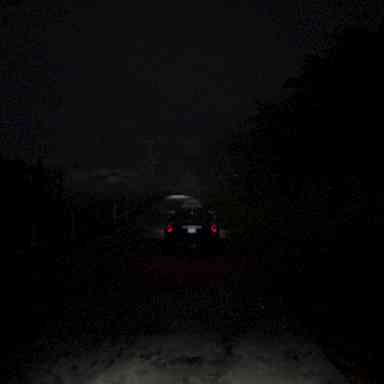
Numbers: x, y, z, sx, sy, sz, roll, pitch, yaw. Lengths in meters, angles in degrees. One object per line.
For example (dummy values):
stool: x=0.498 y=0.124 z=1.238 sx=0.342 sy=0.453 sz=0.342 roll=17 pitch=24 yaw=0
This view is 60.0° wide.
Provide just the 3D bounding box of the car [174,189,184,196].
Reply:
car: x=-2.762 y=0.029 z=71.011 sx=1.895 sy=1.301 sz=4.718 roll=0 pitch=3 yaw=0

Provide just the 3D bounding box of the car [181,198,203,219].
car: x=-0.001 y=1.394 z=29.332 sx=1.812 sy=1.442 sz=4.674 roll=0 pitch=1 yaw=0

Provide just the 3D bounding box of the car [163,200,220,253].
car: x=0.000 y=1.397 z=14.033 sx=2.097 sy=1.767 sz=4.553 roll=0 pitch=0 yaw=0
